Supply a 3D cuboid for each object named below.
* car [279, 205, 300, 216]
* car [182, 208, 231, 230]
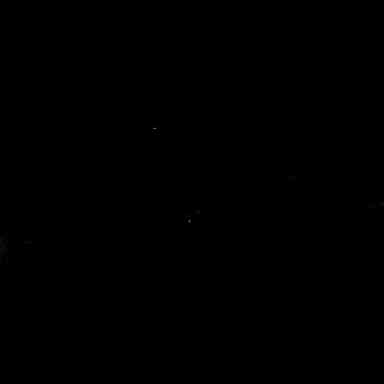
[{"bbox_3d":[14.549,2.705,49.537,2.128,1.511,4.902,1,-1,35],"label":"car"},{"bbox_3d":[1.262,2.002,25.870,1.882,1.535,5.008,1,-1,35],"label":"car"}]
